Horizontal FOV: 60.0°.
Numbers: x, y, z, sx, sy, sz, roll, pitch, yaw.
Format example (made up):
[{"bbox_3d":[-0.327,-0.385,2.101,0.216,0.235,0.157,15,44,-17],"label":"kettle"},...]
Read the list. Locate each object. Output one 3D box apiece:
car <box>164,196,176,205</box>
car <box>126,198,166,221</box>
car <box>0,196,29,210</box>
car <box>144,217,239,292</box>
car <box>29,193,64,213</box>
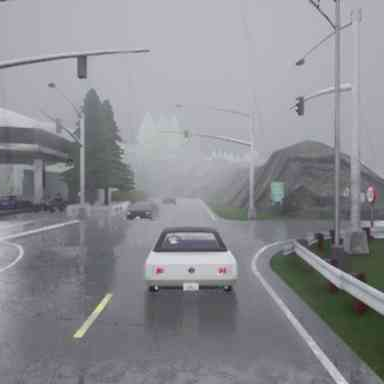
[{"bbox_3d":[-3.519,1.264,51.135,1.895,1.301,4.718,0,0,0],"label":"car"},{"bbox_3d":[-3.587,1.383,25.508,2.033,1.411,5.357,0,0,3],"label":"car"},{"bbox_3d":[-20.249,1.238,38.326,2.242,1.667,4.611,0,0,-1],"label":"car"},{"bbox_3d":[-0.062,1.545,8.705,1.895,1.301,4.718,0,0,-1],"label":"car"},{"bbox_3d":[-14.541,1.098,34.049,1.905,1.878,3.866,0,0,-1],"label":"car"}]
